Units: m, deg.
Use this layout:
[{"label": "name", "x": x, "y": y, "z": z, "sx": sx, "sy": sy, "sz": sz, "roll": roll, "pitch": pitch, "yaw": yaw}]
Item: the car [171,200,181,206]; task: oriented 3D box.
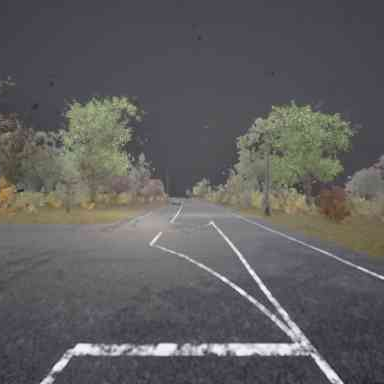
[{"label": "car", "x": -3.554, "y": 2.524, "z": 75.166, "sx": 2.033, "sy": 1.411, "sz": 5.357, "roll": 0, "pitch": -1, "yaw": 3}]
